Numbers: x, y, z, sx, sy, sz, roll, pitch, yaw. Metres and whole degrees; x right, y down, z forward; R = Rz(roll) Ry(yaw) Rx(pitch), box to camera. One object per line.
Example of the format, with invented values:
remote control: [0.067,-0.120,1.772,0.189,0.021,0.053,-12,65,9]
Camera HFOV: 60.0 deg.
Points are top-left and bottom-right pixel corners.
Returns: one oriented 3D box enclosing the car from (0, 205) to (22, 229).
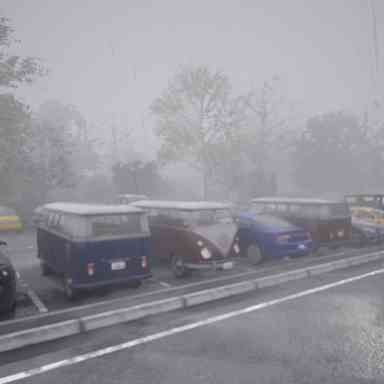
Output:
car: [-11.019,1.504,19.010,1.946,1.575,5.366,0,0,-36]

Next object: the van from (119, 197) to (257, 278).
van: [-0.386,1.265,10.163,1.878,1.987,4.442,0,0,-36]

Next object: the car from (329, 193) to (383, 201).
car: [10.968,1.152,18.389,2.435,2.045,5.566,0,0,-36]

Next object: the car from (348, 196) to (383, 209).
car: [22.960,1.293,43.074,2.002,1.452,4.674,0,0,-36]

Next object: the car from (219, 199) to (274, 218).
car: [4.879,1.421,30.185,2.163,1.488,4.792,0,0,-36]

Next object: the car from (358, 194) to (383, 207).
car: [25.197,1.111,44.715,2.185,1.767,4.553,0,0,-36]

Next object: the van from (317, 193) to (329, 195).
van: [16.115,1.078,38.326,1.878,1.987,4.442,0,0,-36]

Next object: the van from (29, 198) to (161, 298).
van: [-2.800,1.278,8.724,1.878,1.987,4.442,0,0,-36]

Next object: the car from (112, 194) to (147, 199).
car: [-4.121,1.211,23.680,2.435,2.045,5.566,0,0,-36]

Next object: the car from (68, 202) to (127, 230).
car: [-6.390,1.481,22.086,2.231,1.521,4.892,0,0,-36]

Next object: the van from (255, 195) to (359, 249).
van: [4.042,1.231,13.616,1.878,1.987,4.442,0,0,-36]

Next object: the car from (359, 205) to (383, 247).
car: [6.390,1.479,15.155,2.002,1.452,4.674,0,0,-36]

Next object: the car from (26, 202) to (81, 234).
car: [-8.650,1.494,20.470,2.097,1.535,5.008,0,0,-36]

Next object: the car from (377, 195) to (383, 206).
car: [29.735,1.205,47.913,2.231,1.521,4.892,0,0,-36]

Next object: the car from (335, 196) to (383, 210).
car: [20.703,1.269,41.457,2.097,1.535,5.008,0,0,-36]

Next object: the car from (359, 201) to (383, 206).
car: [8.780,1.418,16.632,1.946,1.575,5.366,0,0,-36]

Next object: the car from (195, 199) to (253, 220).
car: [2.634,1.410,28.552,2.231,1.521,4.892,0,0,-36]

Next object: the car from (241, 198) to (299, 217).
car: [7.261,1.371,31.624,1.946,1.575,5.366,0,0,-36]

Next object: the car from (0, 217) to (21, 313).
car: [-5.029,1.546,7.023,2.163,1.488,4.792,0,0,-36]

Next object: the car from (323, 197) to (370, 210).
car: [18.443,1.327,39.844,2.002,1.452,4.674,0,0,-36]

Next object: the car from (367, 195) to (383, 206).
car: [27.470,1.220,46.309,2.097,1.535,5.008,0,0,-36]

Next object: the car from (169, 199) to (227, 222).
car: [0.377,1.427,26.937,2.097,1.535,5.008,0,0,-36]

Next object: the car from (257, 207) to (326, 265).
car: [1.834,1.475,11.887,2.097,1.535,5.008,0,0,-36]
